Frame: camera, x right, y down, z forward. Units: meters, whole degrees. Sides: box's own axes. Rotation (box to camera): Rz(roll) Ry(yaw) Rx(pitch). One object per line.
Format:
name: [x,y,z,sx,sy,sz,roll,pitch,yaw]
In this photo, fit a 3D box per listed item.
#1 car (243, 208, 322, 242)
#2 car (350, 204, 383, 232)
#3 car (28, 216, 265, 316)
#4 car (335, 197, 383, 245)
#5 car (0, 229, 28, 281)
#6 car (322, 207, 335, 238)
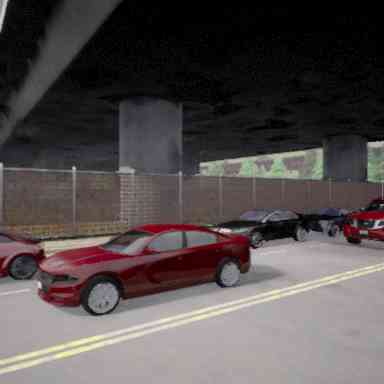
car: [3.294,1.513,14.925,4.902,1.511,2.128,0,0,-35]
car: [12.323,1.546,21.319,4.892,1.490,1.837,0,0,-35]
car: [-0.819,1.485,7.693,5.008,1.535,1.882,0,0,-35]
car: [9.027,1.252,14.697,5.566,2.045,2.150,0,0,-35]
car: [-5.935,1.565,8.350,4.181,1.385,1.994,0,0,-35]
car: [7.464,1.501,17.787,4.181,1.385,1.994,0,0,-35]
